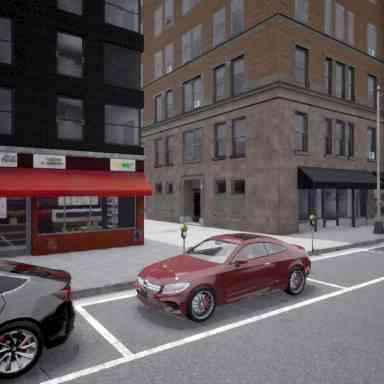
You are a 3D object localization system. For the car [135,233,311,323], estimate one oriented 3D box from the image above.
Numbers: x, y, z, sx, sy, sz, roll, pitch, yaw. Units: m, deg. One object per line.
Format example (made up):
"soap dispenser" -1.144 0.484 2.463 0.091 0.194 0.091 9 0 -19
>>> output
"car" 0.851 1.582 7.137 4.206 1.307 1.802 0 0 -35

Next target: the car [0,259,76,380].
"car" -3.630 1.566 3.945 4.313 1.339 1.947 0 0 -35
